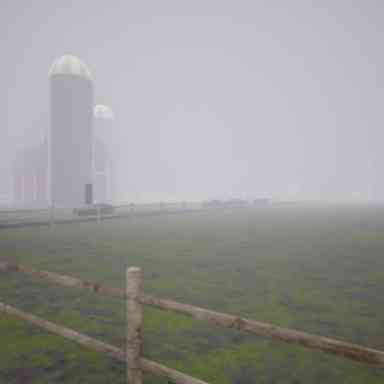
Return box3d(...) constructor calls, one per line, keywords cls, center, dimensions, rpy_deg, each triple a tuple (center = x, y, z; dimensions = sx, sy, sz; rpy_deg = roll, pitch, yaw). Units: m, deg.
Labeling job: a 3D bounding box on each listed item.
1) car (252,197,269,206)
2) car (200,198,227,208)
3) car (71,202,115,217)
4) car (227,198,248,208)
box3d(cls="car", center=(11.944, 1.629, 57.489), dimensions=(1.994, 1.385, 4.181), rpy_deg=(0, 0, 36))
box3d(cls="car", center=(2.933, 1.638, 49.727), dimensions=(1.994, 1.385, 4.181), rpy_deg=(0, 0, 36))
box3d(cls="car", center=(-9.574, 1.660, 32.327), dimensions=(1.994, 1.385, 4.181), rpy_deg=(0, 0, 36))
box3d(cls="car", center=(6.408, 1.621, 49.671), dimensions=(2.033, 1.411, 5.357), rpy_deg=(0, 0, 36))
